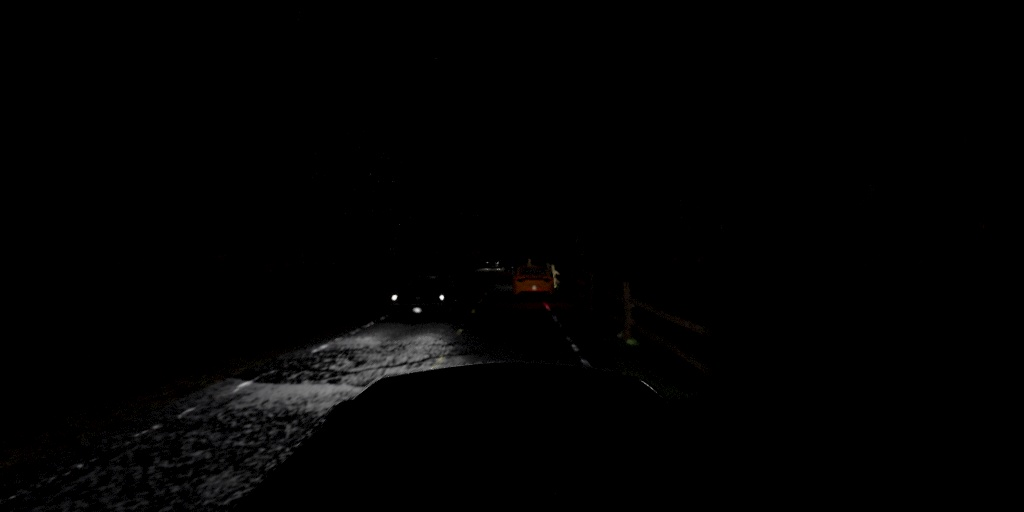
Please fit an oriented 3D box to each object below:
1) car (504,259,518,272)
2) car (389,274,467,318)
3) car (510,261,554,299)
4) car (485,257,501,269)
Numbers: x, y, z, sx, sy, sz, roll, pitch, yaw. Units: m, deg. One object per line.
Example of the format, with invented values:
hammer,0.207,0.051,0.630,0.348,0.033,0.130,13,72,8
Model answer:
car,0.056,1.152,44.385,2.128,1.511,4.902,0,0,0
car,-2.854,1.335,13.060,1.895,1.301,4.718,0,0,0
car,0.958,1.204,17.867,1.882,1.535,5.008,0,0,0
car,-2.834,0.988,53.810,2.097,1.767,4.553,0,0,0
